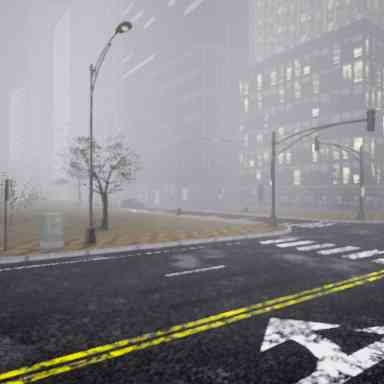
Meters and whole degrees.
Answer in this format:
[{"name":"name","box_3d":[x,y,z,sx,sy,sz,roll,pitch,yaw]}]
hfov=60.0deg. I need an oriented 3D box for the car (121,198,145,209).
[{"name":"car","box_3d":[-8.332,1.615,46.782,1.882,1.535,5.008,0,0,-35]}]
